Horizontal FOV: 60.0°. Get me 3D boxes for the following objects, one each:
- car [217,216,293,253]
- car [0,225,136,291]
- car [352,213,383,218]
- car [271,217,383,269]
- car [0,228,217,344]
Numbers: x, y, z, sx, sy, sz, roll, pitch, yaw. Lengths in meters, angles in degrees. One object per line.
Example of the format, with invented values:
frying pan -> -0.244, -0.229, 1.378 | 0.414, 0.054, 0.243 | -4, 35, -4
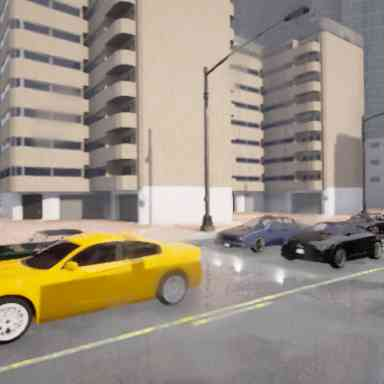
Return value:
car -> 3.569, 1.831, 15.318 | 5.357, 1.411, 2.033 | 1, -1, -36
car -> -4.192, 1.765, 9.581 | 4.718, 1.301, 1.895 | 1, -1, -36
car -> 11.101, 2.021, 20.882 | 4.181, 1.385, 1.994 | 1, -2, -36
car -> 5.149, 1.791, 12.142 | 4.181, 1.385, 1.994 | 1, -1, -37
car -> -2.064, 1.597, 6.806 | 5.008, 1.535, 1.882 | 1, -1, -36
